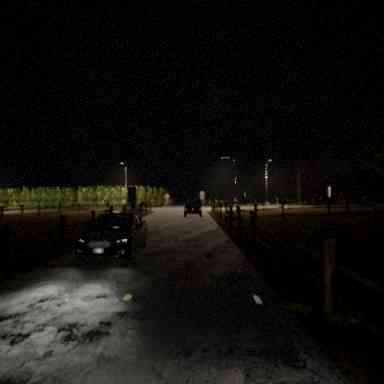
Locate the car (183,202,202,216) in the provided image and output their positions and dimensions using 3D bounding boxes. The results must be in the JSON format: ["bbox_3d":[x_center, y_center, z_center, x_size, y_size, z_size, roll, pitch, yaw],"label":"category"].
[{"bbox_3d":[0.093,1.739,34.401,2.033,1.411,5.357,0,-1,0],"label":"car"}]

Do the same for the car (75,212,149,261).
[{"bbox_3d":[-2.794,1.520,12.485,2.128,1.511,4.902,0,0,1],"label":"car"}]
